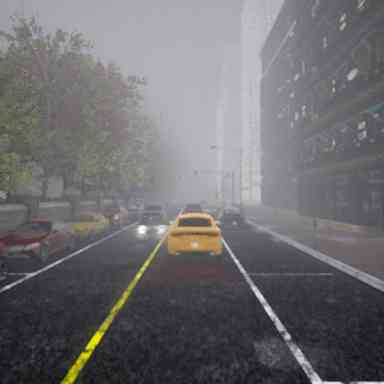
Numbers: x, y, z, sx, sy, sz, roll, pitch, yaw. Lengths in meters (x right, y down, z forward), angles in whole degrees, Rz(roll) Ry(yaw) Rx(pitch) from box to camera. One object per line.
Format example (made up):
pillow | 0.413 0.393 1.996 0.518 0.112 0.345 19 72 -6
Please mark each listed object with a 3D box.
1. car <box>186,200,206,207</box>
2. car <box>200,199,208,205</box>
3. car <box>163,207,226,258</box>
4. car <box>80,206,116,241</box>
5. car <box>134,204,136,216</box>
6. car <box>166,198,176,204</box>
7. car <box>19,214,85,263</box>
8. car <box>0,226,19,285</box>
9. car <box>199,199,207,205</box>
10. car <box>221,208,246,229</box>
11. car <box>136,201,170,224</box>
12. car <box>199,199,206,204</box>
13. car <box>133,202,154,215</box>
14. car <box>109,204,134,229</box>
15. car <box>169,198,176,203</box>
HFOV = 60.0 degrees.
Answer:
car | 0.139 1.823 32.686 1.837 1.490 4.892 0 -1 0
car | 2.798 2.355 77.991 1.947 1.339 4.313 0 -1 0
car | 0.104 1.607 13.319 1.882 1.535 5.008 0 0 0
car | -5.666 1.698 17.763 1.752 1.417 4.829 0 -1 0
car | -5.720 1.888 34.547 2.008 1.369 4.403 0 -1 0
car | -5.575 2.431 83.635 1.802 1.307 4.206 0 -1 0
car | -5.673 1.702 12.395 1.802 1.307 4.206 0 -1 0
car | -5.680 1.507 6.858 1.967 1.590 4.097 0 -1 0
car | 2.806 2.415 83.624 1.947 1.339 4.313 0 -1 0
car | 2.722 1.779 23.463 2.008 1.369 4.403 0 -1 0
car | -3.062 1.769 27.157 1.837 1.490 4.892 0 0 0
car | 2.813 2.477 89.256 1.947 1.339 4.313 0 -1 0
car | -5.764 1.937 40.087 1.887 1.381 4.507 0 -1 0
car | -5.658 1.668 23.473 1.967 1.590 4.097 0 -1 0
car | -5.558 2.413 94.901 1.967 1.590 4.097 0 -1 0
